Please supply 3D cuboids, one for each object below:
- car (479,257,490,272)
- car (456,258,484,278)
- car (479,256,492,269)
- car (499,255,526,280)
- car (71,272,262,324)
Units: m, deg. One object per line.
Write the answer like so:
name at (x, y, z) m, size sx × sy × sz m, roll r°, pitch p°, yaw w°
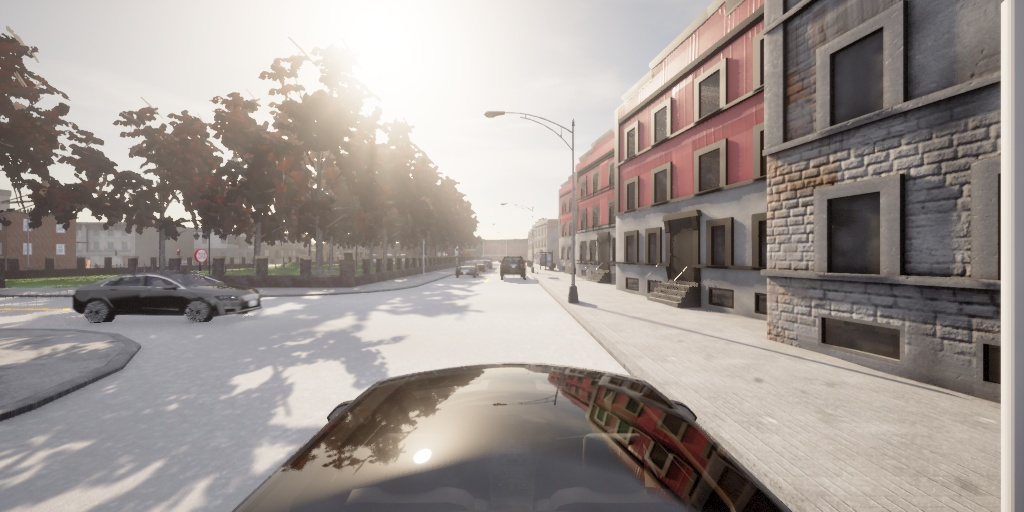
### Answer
car at (-4.199, 1.228, 44.330) m, size 1.882 × 1.535 × 5.008 m, roll 0°, pitch 0°, yaw 0°
car at (-4.179, 1.241, 34.182) m, size 2.128 × 1.511 × 4.902 m, roll 0°, pitch 0°, yaw 0°
car at (-4.198, 0.971, 55.065) m, size 2.150 × 2.045 × 5.566 m, roll 0°, pitch 0°, yaw 0°
car at (0.074, 0.971, 31.872) m, size 2.150 × 2.045 × 5.566 m, roll 0°, pitch 0°, yaw -1°
car at (-10.724, 1.241, 11.370) m, size 4.902 × 1.511 × 2.128 m, roll 0°, pitch 0°, yaw -2°
